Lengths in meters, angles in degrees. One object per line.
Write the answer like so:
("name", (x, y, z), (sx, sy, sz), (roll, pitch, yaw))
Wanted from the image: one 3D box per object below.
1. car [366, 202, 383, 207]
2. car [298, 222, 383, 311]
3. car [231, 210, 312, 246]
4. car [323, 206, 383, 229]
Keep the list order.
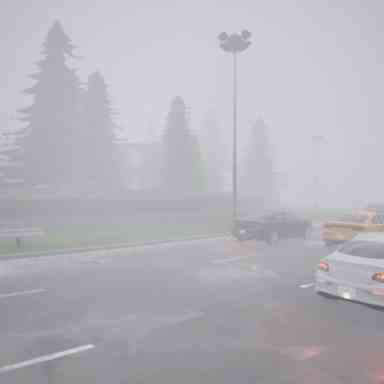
("car", (19.205, 1.819, 34.664), (2.128, 1.511, 4.902), (0, 0, 31))
("car", (4.504, 1.598, 7.355), (4.674, 1.442, 1.812), (1, 0, -40))
("car", (4.010, 1.613, 16.186), (5.008, 1.535, 1.882), (1, 0, -43))
("car", (7.637, 1.617, 14.825), (5.008, 1.535, 1.882), (1, 0, -44))
